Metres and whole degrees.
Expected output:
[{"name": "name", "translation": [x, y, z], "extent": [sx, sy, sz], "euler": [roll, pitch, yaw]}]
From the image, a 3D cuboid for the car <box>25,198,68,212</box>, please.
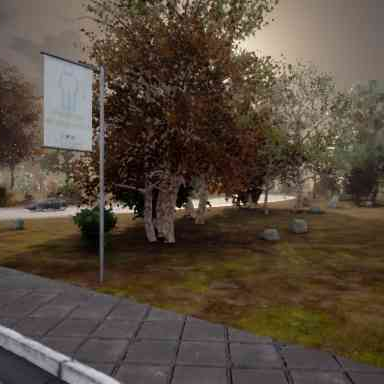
[{"name": "car", "translation": [-17.139, 1.496, 39.311], "extent": [1.837, 1.490, 4.892], "euler": [0, 0, 38]}]
